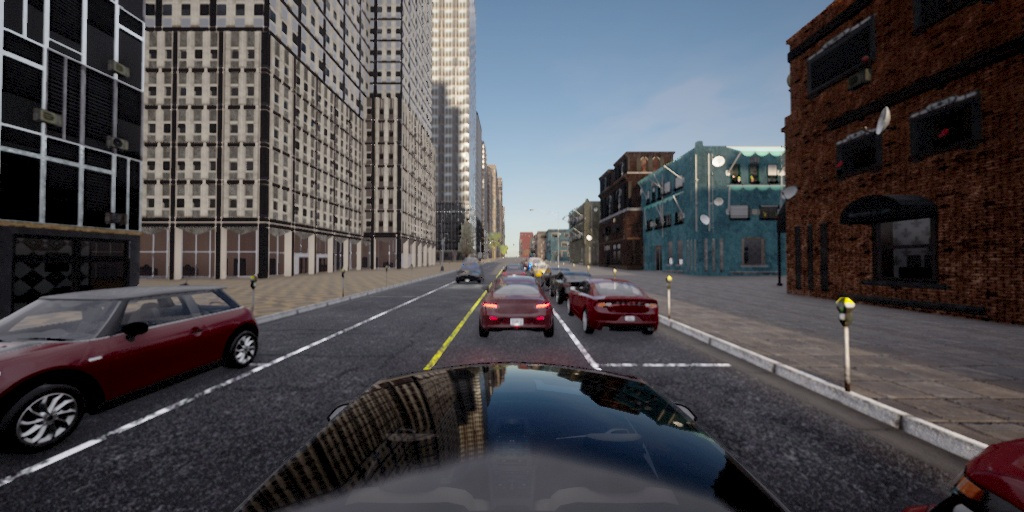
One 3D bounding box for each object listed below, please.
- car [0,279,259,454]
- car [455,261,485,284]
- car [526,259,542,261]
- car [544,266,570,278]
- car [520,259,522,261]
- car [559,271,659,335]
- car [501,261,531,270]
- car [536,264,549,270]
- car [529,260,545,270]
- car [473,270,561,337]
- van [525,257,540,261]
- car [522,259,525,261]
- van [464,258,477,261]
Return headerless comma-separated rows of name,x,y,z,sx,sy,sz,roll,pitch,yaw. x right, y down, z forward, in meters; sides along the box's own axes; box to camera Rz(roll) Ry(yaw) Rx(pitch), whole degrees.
car,-5.685,1.193,4.923,1.967,1.591,4.097,0,0,0
car,-3.064,1.316,27.332,2.033,1.411,5.357,0,0,0
car,2.745,1.326,37.520,2.007,1.370,4.403,0,0,0
car,2.712,1.327,16.007,1.948,1.339,4.313,0,0,0
car,2.769,1.097,53.954,2.192,1.841,5.009,0,0,0
car,2.704,1.303,10.461,1.888,1.381,4.507,0,0,0
car,0.140,1.333,26.932,1.994,1.385,4.181,0,0,0
car,2.720,1.331,21.550,1.948,1.339,4.313,0,0,0
car,2.737,1.297,32.212,1.751,1.417,4.829,0,0,0
car,0.110,1.283,10.175,1.812,1.442,4.674,0,0,0
van,2.753,1.119,42.998,1.690,1.789,3.998,0,0,0
car,2.761,1.220,48.476,1.967,1.591,4.097,0,0,0
van,-5.620,1.121,48.485,1.690,1.789,3.998,0,0,0
